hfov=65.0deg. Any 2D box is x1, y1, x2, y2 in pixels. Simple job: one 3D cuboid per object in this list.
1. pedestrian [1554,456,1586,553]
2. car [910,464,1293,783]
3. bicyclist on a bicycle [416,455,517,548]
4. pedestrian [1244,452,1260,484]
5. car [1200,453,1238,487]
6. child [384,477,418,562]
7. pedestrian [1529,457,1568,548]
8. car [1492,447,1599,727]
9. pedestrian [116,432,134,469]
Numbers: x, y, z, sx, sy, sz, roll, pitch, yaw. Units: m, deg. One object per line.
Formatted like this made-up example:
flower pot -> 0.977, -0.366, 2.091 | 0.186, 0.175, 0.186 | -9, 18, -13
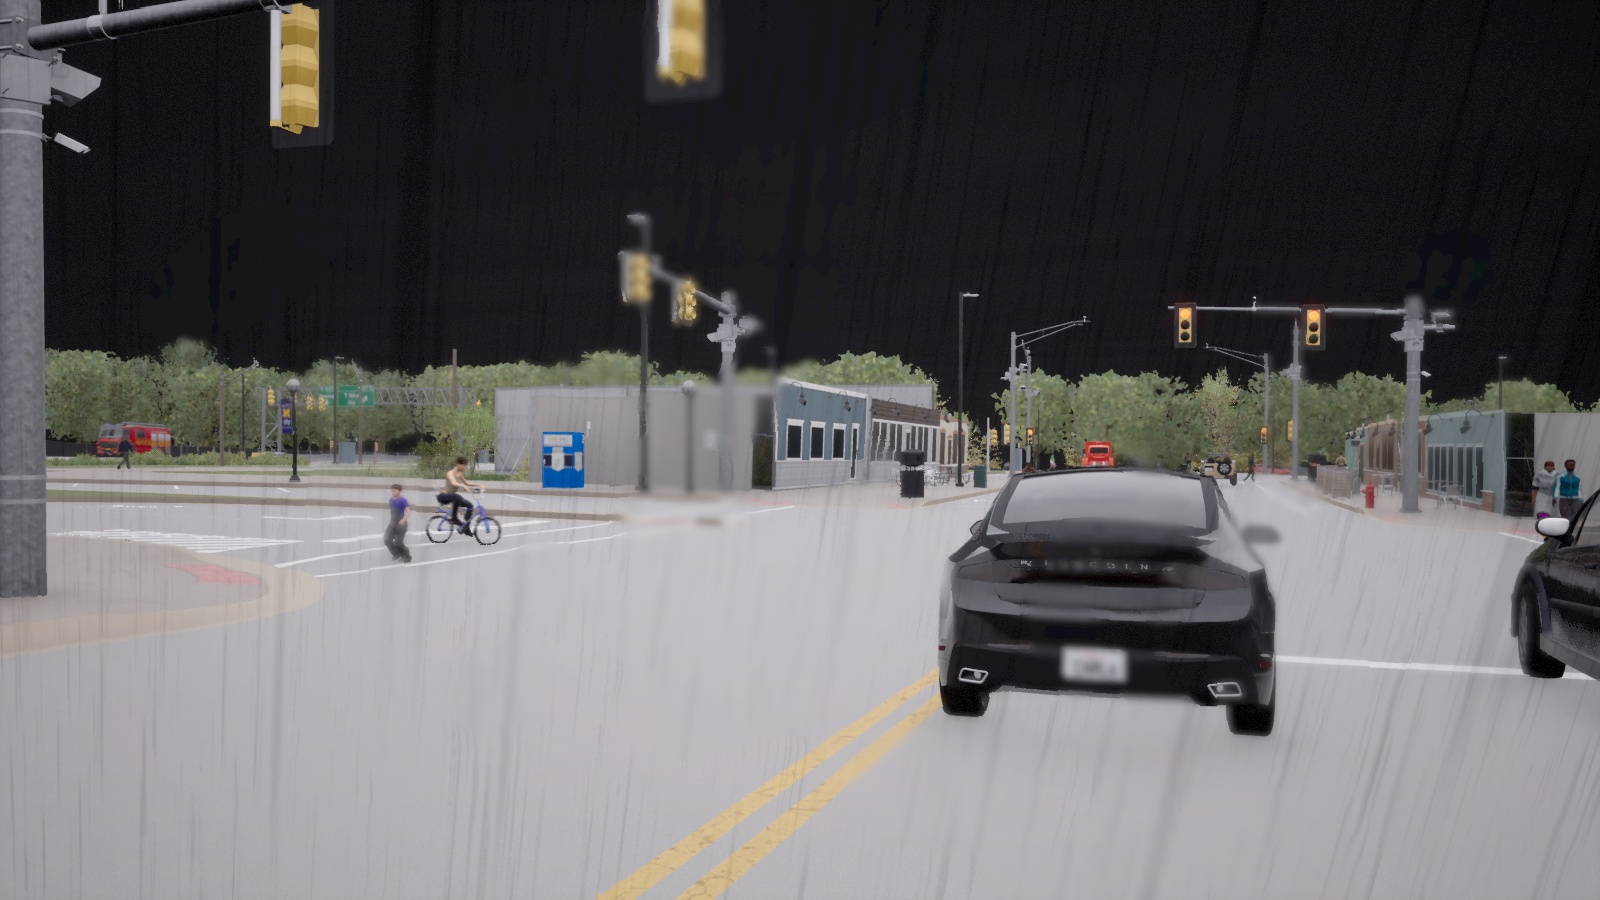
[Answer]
pedestrian -> 15.622, 1.085, 25.497 | 0.396, 1.930, 0.692 | 1, 1, 19
car -> 2.155, 0.886, 8.577 | 1.837, 1.490, 4.892 | 1, -1, 17
bicyclist on a bicycle -> -6.072, 0.916, 22.884 | 1.509, 1.612, 0.866 | 2, 0, 12
pedestrian -> 27.385, 1.078, 76.153 | 0.788, 1.949, 0.423 | 1, 1, 44
car -> 23.680, 1.097, 71.104 | 1.932, 1.855, 4.605 | 1, 0, 17
child -> -6.127, 1.061, 19.276 | 0.270, 1.263, 0.437 | 1, 1, 25
pedestrian -> 16.631, 1.145, 27.919 | 0.659, 1.952, 0.873 | 1, 1, 27
car -> 5.806, 0.822, 7.885 | 1.851, 1.617, 3.988 | 1, -1, 18
pedestrian -> -34.378, 0.016, 63.994 | 0.402, 1.842, 0.726 | 1, 1, 19
